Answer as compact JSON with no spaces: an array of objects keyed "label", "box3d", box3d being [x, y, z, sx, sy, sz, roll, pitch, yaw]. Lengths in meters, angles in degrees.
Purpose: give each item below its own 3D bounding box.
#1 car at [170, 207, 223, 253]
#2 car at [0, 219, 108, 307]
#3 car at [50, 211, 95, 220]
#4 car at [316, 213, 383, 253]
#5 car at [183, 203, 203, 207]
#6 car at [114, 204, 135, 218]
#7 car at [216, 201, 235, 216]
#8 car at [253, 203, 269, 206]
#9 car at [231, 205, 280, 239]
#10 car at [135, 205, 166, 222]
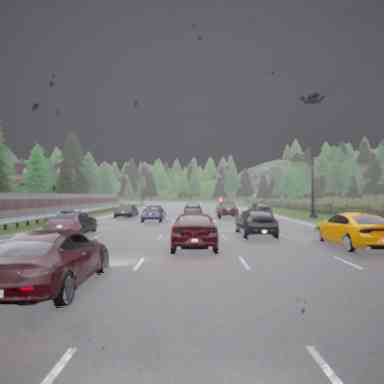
[{"label":"car","box3d":[0.098,1.655,14.664,1.882,1.535,5.008,0,-1,0]},{"label":"car","box3d":[-3.410,1.624,8.074,1.812,1.442,4.674,0,-1,0]},{"label":"car","box3d":[-6.900,1.797,19.320,1.994,1.385,4.181,0,-1,0]},{"label":"car","box3d":[7.099,1.655,14.667,1.882,1.535,5.008,0,-1,0]},{"label":"car","box3d":[0.099,1.914,35.130,2.128,1.511,4.902,0,-1,0]},{"label":"car","box3d":[-6.901,1.988,35.243,1.994,1.385,4.181,0,-1,0]},{"label":"car","box3d":[3.599,1.771,34.866,2.097,1.767,4.553,0,-1,0]},{"label":"car","box3d":[7.100,1.924,34.879,1.837,1.490,4.892,0,-1,0]},{"label":"car","box3d":[3.599,1.733,18.917,1.837,1.490,4.892,0,-1,0]},{"label":"car","box3d":[-3.400,1.906,29.749,2.033,1.411,5.357,0,-1,0]}]
